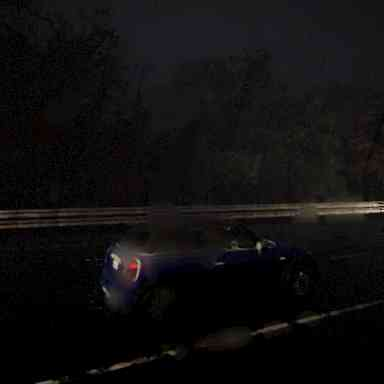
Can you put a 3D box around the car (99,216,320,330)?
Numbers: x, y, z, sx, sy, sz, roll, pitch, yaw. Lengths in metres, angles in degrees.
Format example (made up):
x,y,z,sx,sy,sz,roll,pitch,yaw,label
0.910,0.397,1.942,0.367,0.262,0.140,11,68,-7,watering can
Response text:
x,y,z,sx,sy,sz,roll,pitch,yaw,label
0.494,1.336,7.022,4.553,1.767,2.097,0,0,-27,car
